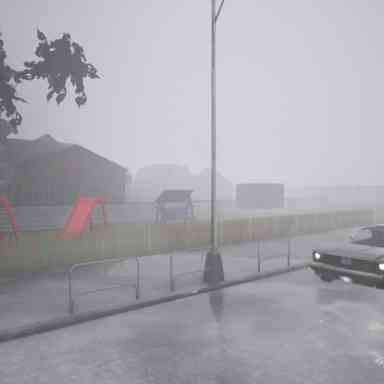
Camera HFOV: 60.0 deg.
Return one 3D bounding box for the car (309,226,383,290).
[{"bbox_3d":[5.103,1.594,8.617,4.718,1.301,1.895,0,0,-38],"label":"car"}]
